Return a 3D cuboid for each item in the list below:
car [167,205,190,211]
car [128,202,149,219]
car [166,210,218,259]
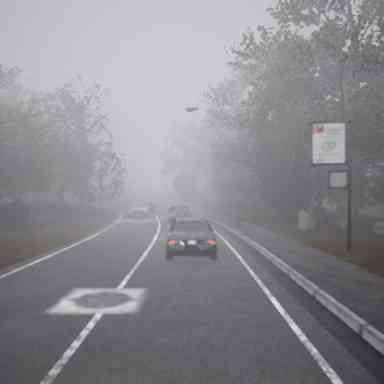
[{"bbox_3d":[-1.085,1.798,28.290,2.033,1.411,5.357,-1,0,-7],"label":"car"},{"bbox_3d":[-5.347,1.786,33.176,1.812,1.442,4.674,-1,1,-9],"label":"car"},{"bbox_3d":[-0.046,1.675,13.104,2.033,1.411,5.357,0,0,-1],"label":"car"}]
